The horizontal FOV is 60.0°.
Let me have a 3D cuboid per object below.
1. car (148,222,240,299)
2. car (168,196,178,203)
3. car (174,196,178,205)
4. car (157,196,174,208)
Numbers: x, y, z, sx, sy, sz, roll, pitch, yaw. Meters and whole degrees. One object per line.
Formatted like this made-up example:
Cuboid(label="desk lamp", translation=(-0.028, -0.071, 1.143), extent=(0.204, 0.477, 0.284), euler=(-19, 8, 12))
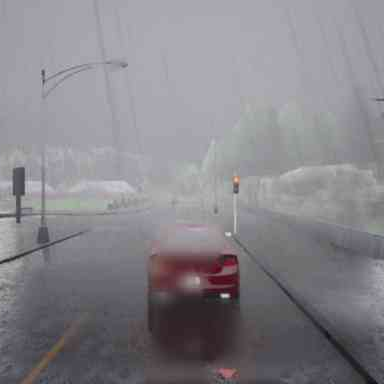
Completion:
Cuboid(label="car", translation=(0.053, 1.492, 8.556), extent=(1.882, 1.535, 5.008), euler=(0, 0, 0))
Cuboid(label="car", translation=(-4.048, 1.620, 70.870), extent=(1.837, 1.490, 4.892), euler=(0, 0, 0))
Cuboid(label="car", translation=(-4.122, 1.628, 60.705), extent=(1.812, 1.442, 4.674), euler=(0, 0, 1))
Cuboid(label="car", translation=(-4.129, 1.612, 50.787), extent=(1.812, 1.442, 4.674), euler=(0, 0, 0))
